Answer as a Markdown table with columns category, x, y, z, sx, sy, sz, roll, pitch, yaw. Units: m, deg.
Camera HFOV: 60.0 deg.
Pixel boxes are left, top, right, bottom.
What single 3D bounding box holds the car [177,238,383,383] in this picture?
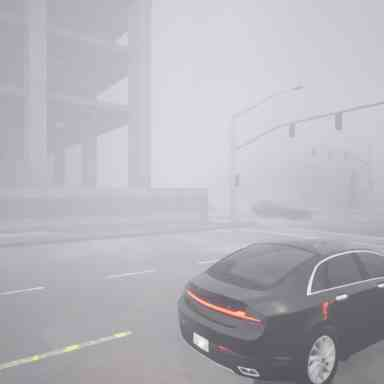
| category | x | y | z | sx | sy | sz | roll | pitch | yaw |
| --- | --- | --- | --- | --- | --- | --- | --- | --- | --- |
| car | 2.088 | 1.505 | 5.280 | 4.892 | 1.490 | 1.837 | 0 | 0 | -35 |

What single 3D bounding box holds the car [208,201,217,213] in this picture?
| category | x | y | z | sx | sy | sz | roll | pitch | yaw |
| --- | --- | --- | --- | --- | --- | --- | --- | --- | --- |
| car | 0.706 | 1.351 | 36.379 | 2.097 | 1.767 | 4.553 | 0 | 0 | -36 |

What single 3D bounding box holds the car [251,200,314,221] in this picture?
| category | x | y | z | sx | sy | sz | roll | pitch | yaw |
| --- | --- | --- | --- | --- | --- | --- | --- | --- | --- |
| car | 7.422 | 1.600 | 27.110 | 1.895 | 1.301 | 4.718 | 0 | 0 | -36 |
